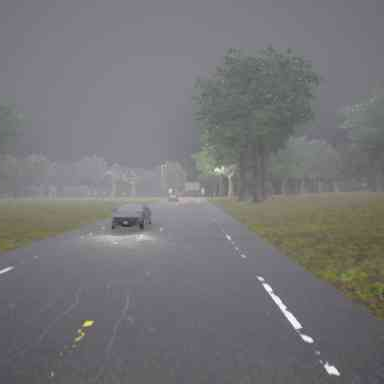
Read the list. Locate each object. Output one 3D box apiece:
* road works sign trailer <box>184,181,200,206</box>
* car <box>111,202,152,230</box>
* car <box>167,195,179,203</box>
[{"bbox_3d":[0.007,0.210,49.363,2.380,3.560,2.880,0,0,-1],"label":"road works sign trailer"},{"bbox_3d":[-3.602,1.376,20.500,1.882,1.535,5.008,0,0,0],"label":"car"},{"bbox_3d":[-3.543,1.216,61.369,1.812,1.442,4.674,0,0,1],"label":"car"}]
